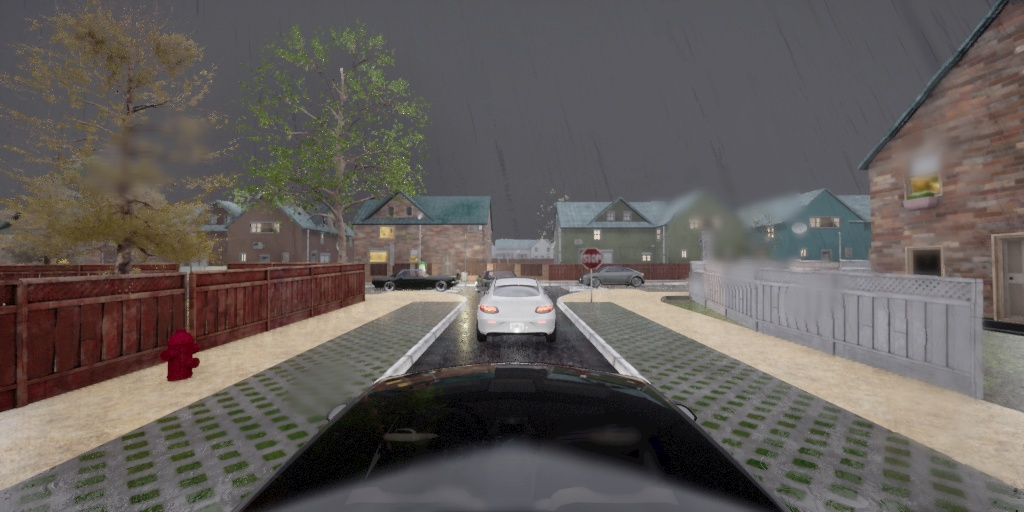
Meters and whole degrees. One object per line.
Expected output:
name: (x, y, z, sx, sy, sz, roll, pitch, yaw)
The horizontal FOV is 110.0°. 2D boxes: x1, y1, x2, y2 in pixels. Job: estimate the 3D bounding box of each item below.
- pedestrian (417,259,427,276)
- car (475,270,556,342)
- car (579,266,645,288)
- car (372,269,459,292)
pedestrian: (-6.711, 1.118, 26.793, 0.375, 1.860, 0.375, 0, -1, 1)
car: (0.100, 1.279, 9.707, 1.812, 1.442, 4.674, 0, 0, 0)
car: (6.529, 1.344, 23.704, 4.181, 1.385, 1.994, 0, -1, 1)
car: (-5.490, 1.416, 20.909, 4.718, 1.301, 1.895, -1, -1, 1)
